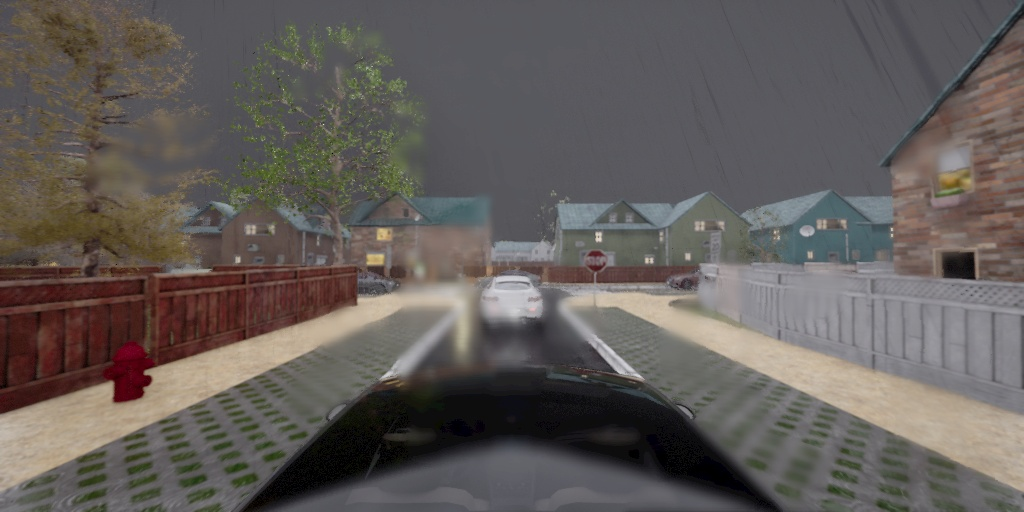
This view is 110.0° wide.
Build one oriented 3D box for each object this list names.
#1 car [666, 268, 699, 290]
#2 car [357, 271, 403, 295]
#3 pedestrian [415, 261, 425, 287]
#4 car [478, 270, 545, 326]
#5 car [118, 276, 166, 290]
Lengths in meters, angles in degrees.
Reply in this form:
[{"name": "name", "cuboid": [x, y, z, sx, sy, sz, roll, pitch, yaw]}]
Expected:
[{"name": "car", "cuboid": [12.306, 1.415, 22.898, 4.674, 1.442, 1.812, -1, -2, 1]}, {"name": "car", "cuboid": [-8.392, 1.547, 20.225, 4.181, 1.385, 1.994, -1, -2, 1]}, {"name": "pedestrian", "cuboid": [-6.705, 1.300, 26.076, 0.375, 1.860, 0.375, 0, -1, 1]}, {"name": "car", "cuboid": [-0.029, 1.357, 11.887, 1.812, 1.442, 4.674, 0, 0, -2]}, {"name": "car", "cuboid": [-20.801, 1.718, 20.391, 4.718, 1.301, 1.895, -1, -2, 1]}]
